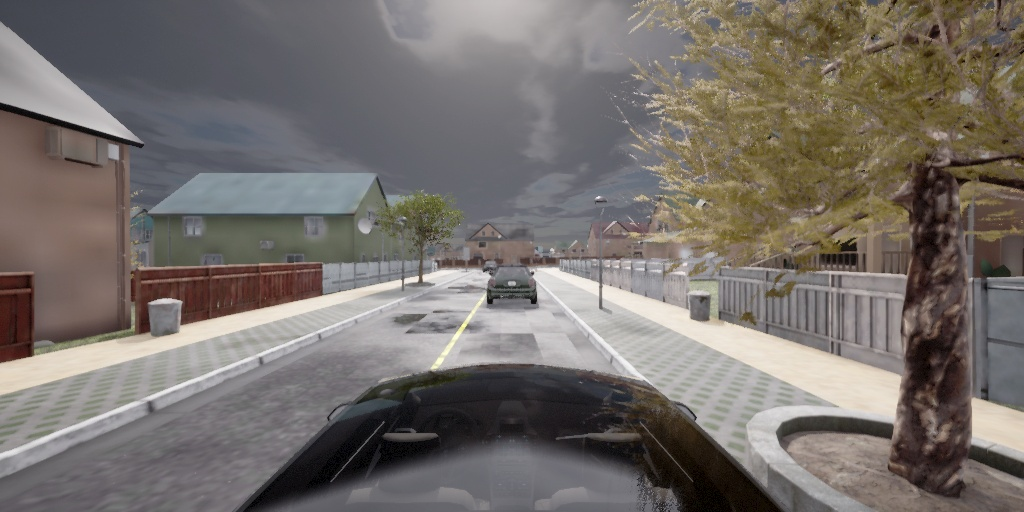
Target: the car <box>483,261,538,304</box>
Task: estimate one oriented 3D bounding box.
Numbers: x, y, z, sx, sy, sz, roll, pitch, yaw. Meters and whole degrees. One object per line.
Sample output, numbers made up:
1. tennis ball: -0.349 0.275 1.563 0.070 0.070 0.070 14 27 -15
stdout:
1. car: 0.000 1.122 16.472 2.097 1.767 4.553 0 0 0
